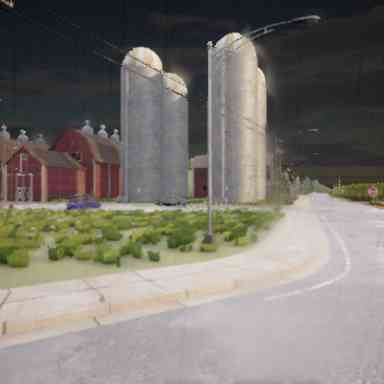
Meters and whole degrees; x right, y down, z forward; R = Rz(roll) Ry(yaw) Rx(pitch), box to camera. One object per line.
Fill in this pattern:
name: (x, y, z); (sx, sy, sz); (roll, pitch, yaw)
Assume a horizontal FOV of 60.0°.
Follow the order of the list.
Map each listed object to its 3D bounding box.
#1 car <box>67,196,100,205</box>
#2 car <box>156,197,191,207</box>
car: (-13.147, 1.371, 40.820); (2.242, 1.667, 4.611); (0, 0, 19)
car: (-2.604, 1.363, 45.626); (4.902, 1.511, 2.128); (0, 0, 18)
